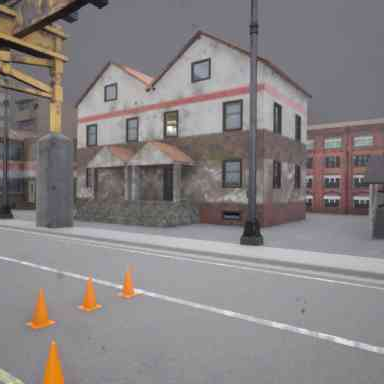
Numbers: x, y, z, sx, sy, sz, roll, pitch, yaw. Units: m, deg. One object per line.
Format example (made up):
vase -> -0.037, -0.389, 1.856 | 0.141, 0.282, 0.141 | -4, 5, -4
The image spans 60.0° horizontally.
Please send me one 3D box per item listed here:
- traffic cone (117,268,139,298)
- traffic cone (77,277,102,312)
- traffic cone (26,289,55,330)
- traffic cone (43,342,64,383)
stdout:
traffic cone -> -1.393, 1.949, 7.263 | 0.340, 0.580, 0.340 | 0, 0, 36
traffic cone -> -1.978, 1.949, 6.452 | 0.340, 0.580, 0.340 | 0, 0, 36
traffic cone -> -2.563, 1.949, 5.641 | 0.340, 0.580, 0.340 | 0, 0, 36
traffic cone -> -1.526, 1.952, 3.660 | 0.340, 0.580, 0.340 | 0, 0, 36
